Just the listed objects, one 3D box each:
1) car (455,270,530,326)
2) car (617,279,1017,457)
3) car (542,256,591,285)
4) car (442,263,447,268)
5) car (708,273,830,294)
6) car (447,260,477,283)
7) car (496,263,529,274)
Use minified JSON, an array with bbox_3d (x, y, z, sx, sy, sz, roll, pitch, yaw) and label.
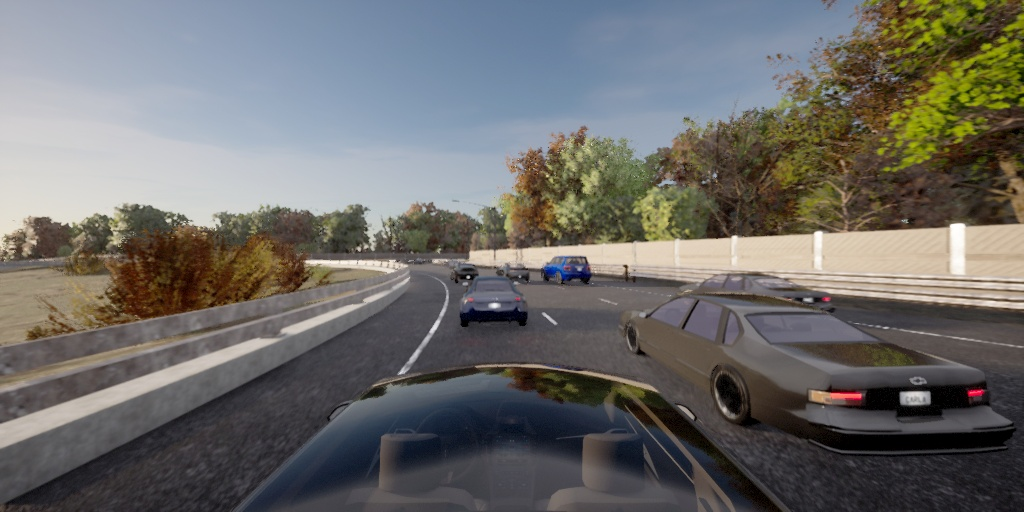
[{"bbox_3d":[-0.674,1.332,11.812,1.994,1.385,4.181,0,0,-6],"label":"car"},{"bbox_3d":[3.383,1.287,5.623,2.033,1.411,5.357,0,0,-3],"label":"car"},{"bbox_3d":[3.926,0.992,26.646,2.150,2.045,5.566,0,0,-13],"label":"car"},{"bbox_3d":[-10.142,1.435,60.572,2.033,1.411,5.357,0,0,-29],"label":"car"},{"bbox_3d":[7.960,1.278,12.451,2.033,1.411,5.357,0,0,-6],"label":"car"},{"bbox_3d":[-3.891,1.314,28.840,1.837,1.490,4.892,0,0,-16],"label":"car"},{"bbox_3d":[-0.037,1.282,28.049,2.128,1.511,4.902,0,0,-14],"label":"car"}]
